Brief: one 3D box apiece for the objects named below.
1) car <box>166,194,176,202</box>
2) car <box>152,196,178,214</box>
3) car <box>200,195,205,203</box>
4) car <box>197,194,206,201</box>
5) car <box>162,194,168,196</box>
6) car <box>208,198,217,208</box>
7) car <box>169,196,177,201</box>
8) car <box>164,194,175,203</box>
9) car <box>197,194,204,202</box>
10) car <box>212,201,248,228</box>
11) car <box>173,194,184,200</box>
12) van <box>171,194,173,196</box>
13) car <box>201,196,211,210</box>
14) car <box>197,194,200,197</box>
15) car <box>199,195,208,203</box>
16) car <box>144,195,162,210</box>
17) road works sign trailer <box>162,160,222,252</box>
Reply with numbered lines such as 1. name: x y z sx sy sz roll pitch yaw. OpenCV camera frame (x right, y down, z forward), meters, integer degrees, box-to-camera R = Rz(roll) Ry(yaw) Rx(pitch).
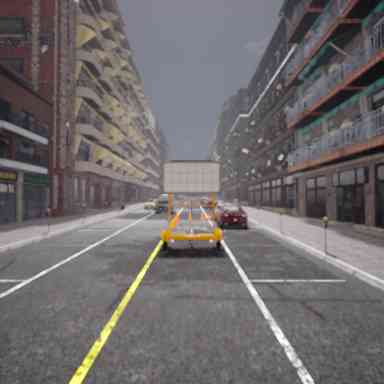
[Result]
1. car: -5.284 1.468 83.021 2.192 1.841 5.009 1 0 0
2. car: -2.843 1.527 35.448 1.837 1.490 4.892 0 0 0
3. car: 2.588 1.601 49.776 2.008 1.369 4.403 1 0 0
4. car: 2.562 1.490 88.492 2.192 1.841 5.009 1 0 0
5. car: -5.285 1.365 49.840 2.192 1.841 5.009 2 0 0
6. car: 2.588 1.537 27.824 1.752 1.417 4.829 1 0 0
7. car: -5.290 1.765 94.083 1.947 1.339 4.313 1 0 0
8. car: -5.285 1.447 77.491 2.192 1.841 5.009 1 0 0
9. car: 2.590 1.639 66.368 1.887 1.381 4.507 1 0 0
10. car: 2.587 1.551 22.122 1.887 1.381 4.507 1 0 0
11. car: -2.744 1.400 76.288 1.994 1.385 4.181 0 0 0
12. van: -5.286 1.435 66.431 1.690 1.788 3.998 1 0 0
13. car: 2.588 1.584 44.244 1.887 1.381 4.507 1 0 0
14. car: 2.590 1.657 71.898 1.887 1.381 4.507 1 0 0
15. car: 2.600 1.572 77.430 1.967 1.590 4.097 1 0 0
16. car: -5.291 1.564 44.138 1.752 1.417 4.829 2 0 0
17. road works sign trailer: -0.008 0.465 13.794 2.380 3.560 2.880 0 0 0
